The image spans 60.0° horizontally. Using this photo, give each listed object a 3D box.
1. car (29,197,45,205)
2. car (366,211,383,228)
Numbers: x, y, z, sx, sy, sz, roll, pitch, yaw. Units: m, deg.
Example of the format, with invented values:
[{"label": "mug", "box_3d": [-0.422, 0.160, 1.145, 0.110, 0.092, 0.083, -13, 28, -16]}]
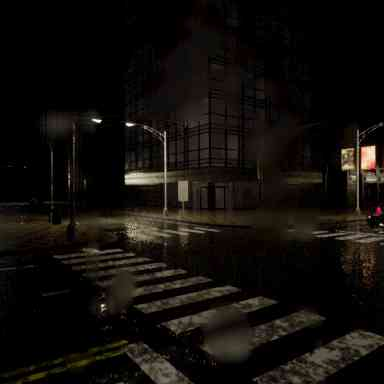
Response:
[{"label": "car", "box_3d": [-28.678, 1.690, 61.458, 2.033, 1.411, 5.357, 0, 0, -36]}, {"label": "car", "box_3d": [12.949, 1.606, 20.809, 4.718, 1.301, 1.895, 0, 0, -35]}]
